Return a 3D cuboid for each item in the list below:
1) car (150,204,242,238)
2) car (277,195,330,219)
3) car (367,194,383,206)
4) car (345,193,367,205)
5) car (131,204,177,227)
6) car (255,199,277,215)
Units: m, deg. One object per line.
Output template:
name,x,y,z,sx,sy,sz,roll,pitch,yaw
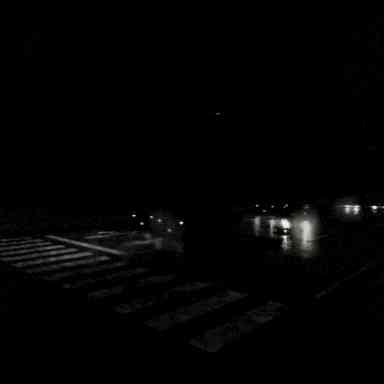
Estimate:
car,0.456,1.414,16.766,1.895,1.301,4.718,1,1,43
car,8.890,1.036,25.781,2.097,1.767,4.553,1,1,43
car,24.608,0.996,42.465,2.033,1.411,5.357,1,1,43
car,22.154,0.908,44.598,2.128,1.511,4.902,1,1,43
car,-1.286,1.369,19.659,1.895,1.301,4.718,1,1,41
car,7.461,1.235,29.016,1.895,1.301,4.718,1,1,43
